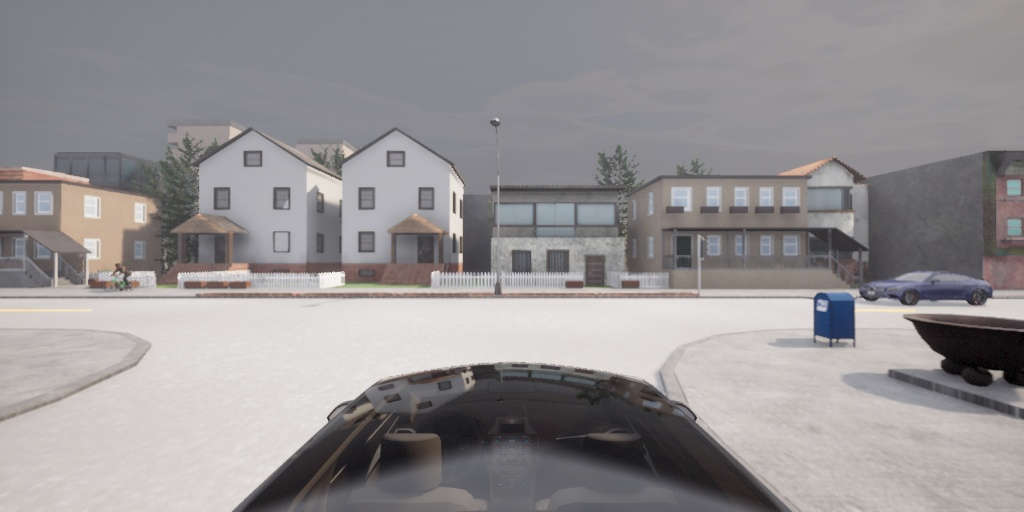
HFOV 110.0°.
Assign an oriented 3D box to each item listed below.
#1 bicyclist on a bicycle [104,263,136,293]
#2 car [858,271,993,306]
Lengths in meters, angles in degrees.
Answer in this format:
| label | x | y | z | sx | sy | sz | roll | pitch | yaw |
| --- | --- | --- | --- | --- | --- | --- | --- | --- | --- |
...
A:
| label | x | y | z | sx | sy | sz | roll | pitch | yaw |
| --- | --- | --- | --- | --- | --- | --- | --- | --- | --- |
| bicyclist on a bicycle | -21.872 | 1.233 | 20.039 | 0.582 | 1.620 | 1.656 | 0 | 0 | 0 |
| car | 18.187 | 1.380 | 15.835 | 4.674 | 1.442 | 1.812 | 0 | 0 | 0 |
